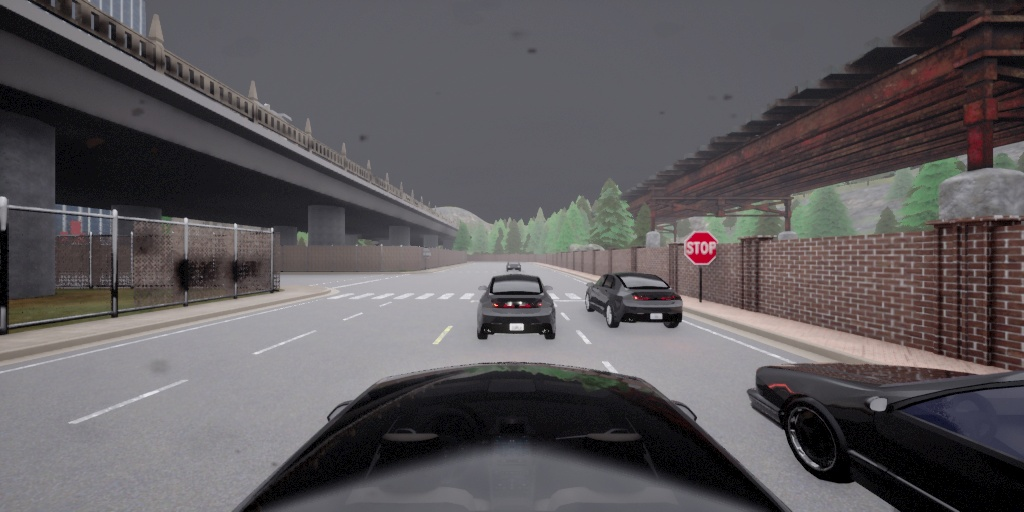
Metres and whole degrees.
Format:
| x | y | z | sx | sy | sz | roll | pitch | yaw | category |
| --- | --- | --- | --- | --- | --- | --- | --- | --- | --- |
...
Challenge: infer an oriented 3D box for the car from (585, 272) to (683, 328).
| x | y | z | sx | sy | sz | roll | pitch | yaw | category |
| --- | --- | --- | --- | --- | --- | --- | --- | --- | --- |
| 3.606 | 1.255 | 11.355 | 1.837 | 1.490 | 4.892 | 0 | 0 | 0 | car |

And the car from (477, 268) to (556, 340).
| x | y | z | sx | sy | sz | roll | pitch | yaw | category |
| --- | --- | --- | --- | --- | --- | --- | --- | --- | --- |
| 0.103 | 1.255 | 9.998 | 1.837 | 1.490 | 4.892 | 0 | 0 | 0 | car |

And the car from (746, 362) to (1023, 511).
| x | y | z | sx | sy | sz | roll | pitch | yaw | category |
| --- | --- | --- | --- | --- | --- | --- | --- | --- | --- |
| 3.600 | 1.297 | 1.609 | 2.033 | 1.411 | 5.357 | 0 | 0 | 0 | car |

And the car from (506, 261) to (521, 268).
| x | y | z | sx | sy | sz | roll | pitch | yaw | category |
| --- | --- | --- | --- | --- | --- | --- | --- | --- | --- |
| 0.209 | 1.351 | 46.282 | 1.895 | 1.301 | 4.718 | 0 | 0 | -1 | car |
